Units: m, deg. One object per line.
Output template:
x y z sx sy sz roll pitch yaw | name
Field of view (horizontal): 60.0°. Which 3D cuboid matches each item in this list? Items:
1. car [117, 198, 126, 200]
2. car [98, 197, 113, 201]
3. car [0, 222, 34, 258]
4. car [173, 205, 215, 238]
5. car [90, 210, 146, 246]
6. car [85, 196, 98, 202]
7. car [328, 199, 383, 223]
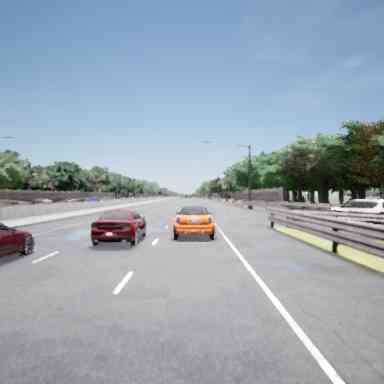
-17.511 2.249 82.269 1.882 1.535 5.008 0 -1 0 | car
-21.011 2.296 82.252 2.128 1.511 4.902 0 -1 0 | car
-6.911 1.605 10.720 1.812 1.442 4.674 0 0 0 | car
0.105 1.496 18.609 2.097 1.767 4.553 0 -1 0 | car
-3.397 1.601 16.140 1.882 1.535 5.008 0 0 0 | car
-24.511 1.996 82.207 2.150 2.045 5.566 0 -1 0 | car
12.488 1.553 24.511 2.150 2.045 5.566 1 -1 -23 | car
